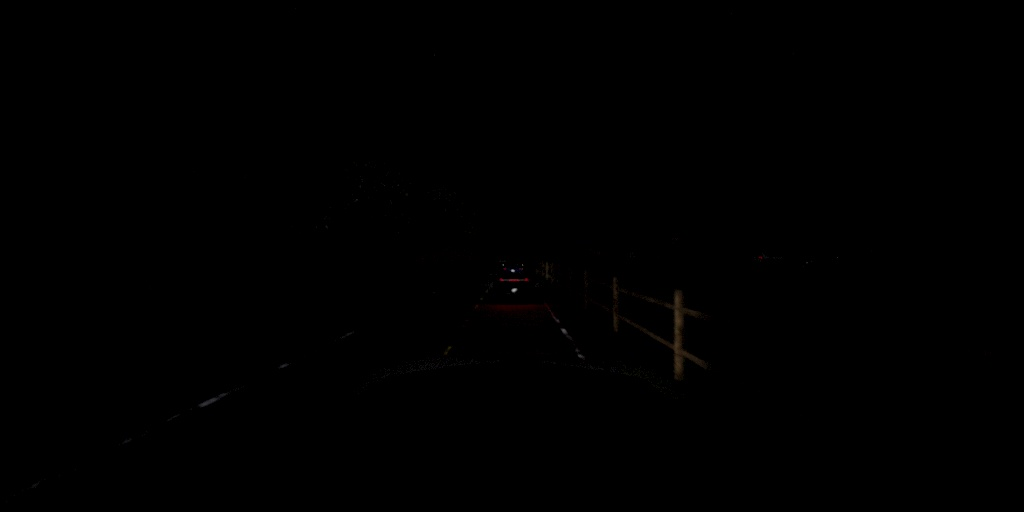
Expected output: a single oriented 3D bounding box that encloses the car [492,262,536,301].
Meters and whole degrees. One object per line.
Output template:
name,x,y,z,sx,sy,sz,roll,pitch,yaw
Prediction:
car,0.089,1.191,17.058,2.128,1.511,4.902,0,0,0
